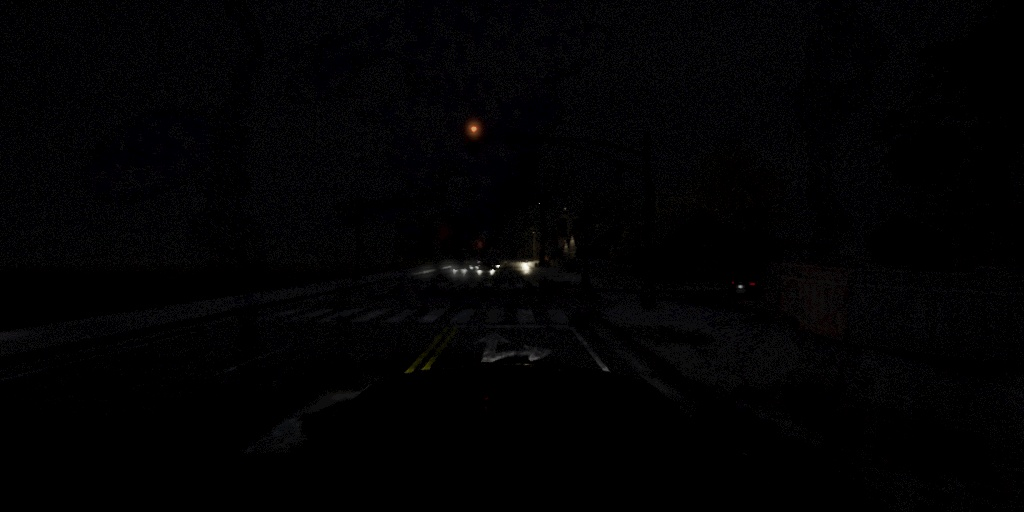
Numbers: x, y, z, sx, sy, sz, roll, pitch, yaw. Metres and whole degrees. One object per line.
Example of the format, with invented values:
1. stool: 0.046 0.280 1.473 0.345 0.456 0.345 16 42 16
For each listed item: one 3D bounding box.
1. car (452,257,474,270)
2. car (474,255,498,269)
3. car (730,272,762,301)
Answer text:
1. car: -6.589 1.011 47.069 2.033 1.411 5.357 0 0 0
2. car: -3.339 0.813 47.303 2.097 1.767 4.553 0 0 0
3. car: 12.475 1.404 16.492 4.181 1.385 1.994 1 -1 -2
